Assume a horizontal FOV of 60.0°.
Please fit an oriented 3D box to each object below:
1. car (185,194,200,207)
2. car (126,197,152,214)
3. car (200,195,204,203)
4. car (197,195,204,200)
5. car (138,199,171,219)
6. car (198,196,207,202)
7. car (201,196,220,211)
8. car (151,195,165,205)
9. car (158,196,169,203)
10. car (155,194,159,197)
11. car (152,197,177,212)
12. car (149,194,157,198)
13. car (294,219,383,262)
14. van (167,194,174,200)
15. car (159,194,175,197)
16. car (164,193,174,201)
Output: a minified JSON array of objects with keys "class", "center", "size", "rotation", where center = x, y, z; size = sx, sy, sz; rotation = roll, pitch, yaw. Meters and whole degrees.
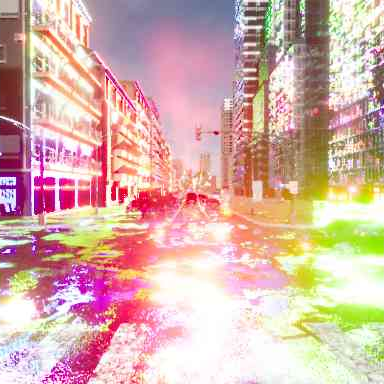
[{"class":"car","center":[-0.056,1.500,52.030],"size":[1.837,1.490,4.892],"rotation":[0,-1,0]},{"class":"car","center":[-5.807,1.540,35.355],"size":[1.887,1.381,4.507],"rotation":[-1,0,0]},{"class":"car","center":[2.454,1.551,63.682],"size":[2.008,1.369,4.403],"rotation":[-1,0,0]},{"class":"car","center":[2.368,1.535,92.098],"size":[1.752,1.417,4.829],"rotation":[-1,0,0]},{"class":"car","center":[-3.187,1.560,29.141],"size":[1.994,1.385,4.181],"rotation":[0,0,0]},{"class":"car","center":[2.420,1.548,74.980],"size":[1.887,1.381,4.507],"rotation":[-1,0,0]},{"class":"car","center":[2.522,1.541,41.086],"size":[1.887,1.381,4.507],"rotation":[-1,0,0]},{"class":"car","center":[-5.877,1.439,57.950],"size":[1.967,1.590,4.097],"rotation":[-1,0,0]},{"class":"car","center":[-5.910,1.584,69.249],"size":[1.802,1.307,4.206],"rotation":[-1,0,0]},{"class":"car","center":[-5.862,1.313,52.302],"size":[2.192,1.841,5.009],"rotation":[-1,0,0]},{"class":"car","center":[-3.207,1.560,39.067],"size":[1.994,1.385,4.181],"rotation":[0,0,0]},{"class":"car","center":[-5.826,1.436,41.004],"size":[1.967,1.590,4.097],"rotation":[-1,0,0]},{"class":"car","center":[6.158,1.606,11.547],"size":[4.718,1.301,1.895],"rotation":[0,1,0]},{"class":"van","center":[-5.981,1.351,91.843],"size":[1.690,1.788,3.998],"rotation":[-1,0,0]},{"class":"car","center":[-3.236,1.488,49.189],"size":[2.128,1.511,4.902],"rotation":[0,0,0]},{"class":"car","center":[-5.965,1.322,86.196],"size":[2.192,1.841,5.009],"rotation":[-1,0,0]}]
